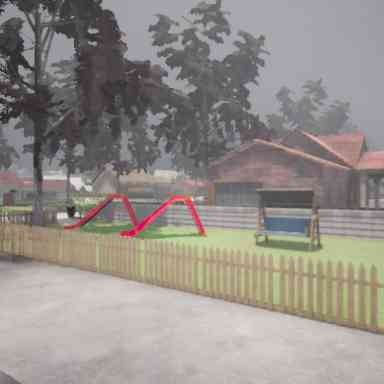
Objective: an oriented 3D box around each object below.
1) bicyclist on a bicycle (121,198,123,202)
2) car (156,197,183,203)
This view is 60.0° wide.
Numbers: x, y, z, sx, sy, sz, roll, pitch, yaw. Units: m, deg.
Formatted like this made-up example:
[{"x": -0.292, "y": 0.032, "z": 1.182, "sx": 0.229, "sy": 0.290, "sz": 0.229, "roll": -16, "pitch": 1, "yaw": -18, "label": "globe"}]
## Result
[{"x": -6.004, "y": 1.339, "z": 29.288, "sx": 1.656, "sy": 1.620, "sz": 0.582, "roll": 0, "pitch": 0, "yaw": 35, "label": "bicyclist on a bicycle"}, {"x": -3.199, "y": 1.492, "z": 47.685, "sx": 1.837, "sy": 1.490, "sz": 4.892, "roll": 0, "pitch": 0, "yaw": 36, "label": "car"}]
